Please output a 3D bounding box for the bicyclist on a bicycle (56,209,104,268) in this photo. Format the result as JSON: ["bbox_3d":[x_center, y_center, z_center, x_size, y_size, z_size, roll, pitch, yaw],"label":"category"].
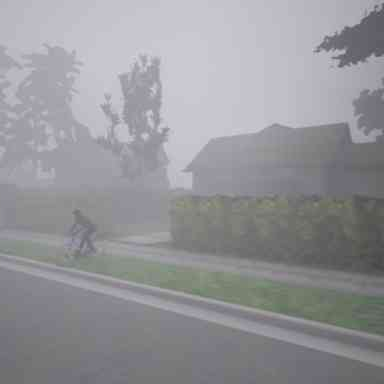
[{"bbox_3d":[-3.198,1.319,9.637,0.582,1.620,1.656,0,-1,35],"label":"bicyclist on a bicycle"}]
